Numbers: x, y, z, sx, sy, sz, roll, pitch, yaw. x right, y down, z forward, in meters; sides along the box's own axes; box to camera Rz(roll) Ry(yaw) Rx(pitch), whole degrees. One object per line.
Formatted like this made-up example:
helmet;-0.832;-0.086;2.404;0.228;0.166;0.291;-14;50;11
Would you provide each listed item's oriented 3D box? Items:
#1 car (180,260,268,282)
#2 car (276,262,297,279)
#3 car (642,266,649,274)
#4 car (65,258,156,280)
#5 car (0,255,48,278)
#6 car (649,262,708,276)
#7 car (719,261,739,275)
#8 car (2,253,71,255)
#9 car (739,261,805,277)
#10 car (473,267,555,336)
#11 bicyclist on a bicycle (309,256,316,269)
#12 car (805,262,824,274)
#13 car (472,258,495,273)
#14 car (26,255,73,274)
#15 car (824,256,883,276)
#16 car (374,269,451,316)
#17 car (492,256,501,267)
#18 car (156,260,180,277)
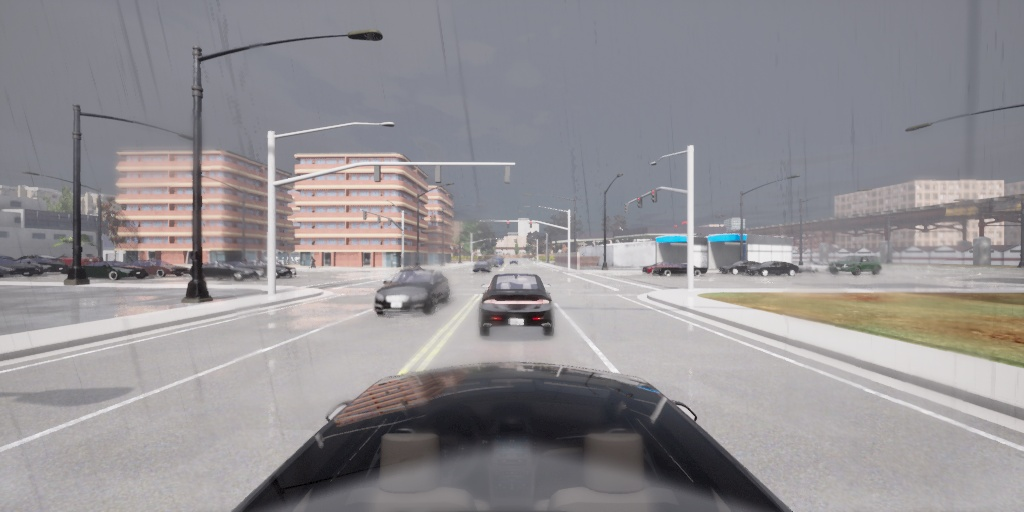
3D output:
car;-20.950;1.109;26.485;4.902;1.511;2.128;1;0;1
car;-20.661;1.109;29.976;4.902;1.511;2.128;1;0;1
car;16.474;1.314;39.157;4.181;1.385;1.994;0;0;1
car;-29.790;1.054;26.708;4.181;1.385;1.994;1;0;1
car;-39.043;0.875;26.943;5.357;1.411;2.033;1;0;1
car;16.634;1.351;35.629;4.718;1.301;1.895;0;0;0
car;25.218;1.255;39.234;4.892;1.490;1.837;0;0;-5
car;-50.378;0.628;37.870;4.892;1.490;1.837;1;0;2
car;25.913;1.255;35.781;4.892;1.490;1.837;0;0;-5
car;0.121;1.242;10.320;2.128;1.511;4.902;0;0;0
bicyclist on a bicycle;-25.928;0.844;46.605;0.582;1.620;1.656;1;0;1
car;34.884;1.351;41.006;4.718;1.301;1.895;0;0;-19
car;-3.402;1.265;41.245;2.033;1.411;5.357;0;0;0
car;-40.295;0.868;30.478;4.181;1.385;1.994;1;0;1
car;36.327;0.971;37.836;5.566;2.045;2.150;0;0;-19
car;-3.542;1.241;13.489;2.128;1.511;4.902;0;0;0
car;-3.287;1.254;60.830;1.837;1.490;4.892;0;0;1
car;-30.404;1.025;30.227;5.357;1.411;2.033;1;0;1
